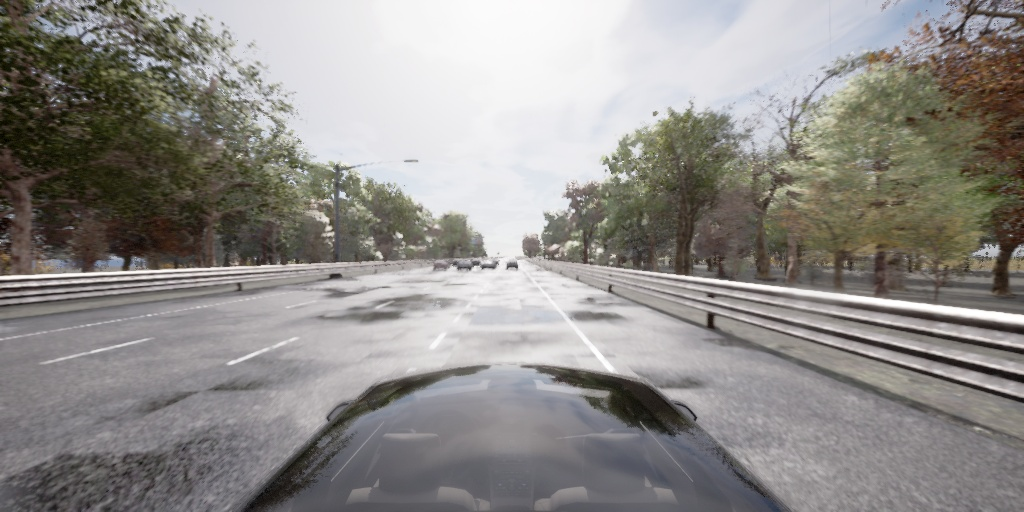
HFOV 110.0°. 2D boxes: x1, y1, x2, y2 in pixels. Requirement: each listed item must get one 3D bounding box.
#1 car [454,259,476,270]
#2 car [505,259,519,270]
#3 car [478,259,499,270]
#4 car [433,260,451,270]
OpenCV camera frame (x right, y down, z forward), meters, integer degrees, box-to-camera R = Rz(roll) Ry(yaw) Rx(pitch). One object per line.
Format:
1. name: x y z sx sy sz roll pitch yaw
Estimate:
1. car: -6.981 1.347 53.758 1.994 1.385 4.181 0 0 0
2. car: 0.017 1.290 53.262 1.837 1.490 4.892 0 0 0
3. car: -3.481 1.347 53.744 1.994 1.385 4.181 0 0 0
4. car: -10.483 1.309 53.584 1.812 1.442 4.674 0 0 0
